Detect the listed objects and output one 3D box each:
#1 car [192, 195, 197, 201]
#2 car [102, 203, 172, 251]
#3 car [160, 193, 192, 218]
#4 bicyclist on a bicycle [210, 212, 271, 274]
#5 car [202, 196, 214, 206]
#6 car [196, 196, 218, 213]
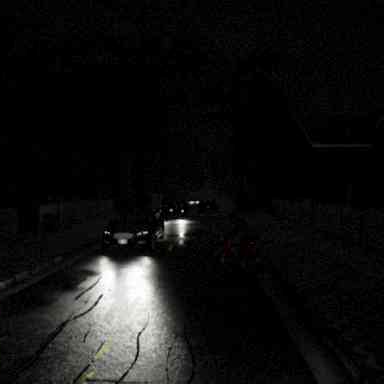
[{"bbox_3d":[0.620,1.395,72.339,1.994,1.385,4.181,0,0,3],"label":"car"},{"bbox_3d":[-2.274,1.440,13.930,2.128,1.511,4.902,0,0,3],"label":"car"},{"bbox_3d":[-1.514,1.126,29.517,2.150,2.045,5.566,0,0,3],"label":"car"},{"bbox_3d":[1.284,1.368,8.844,1.656,1.620,0.582,0,0,3],"label":"bicyclist on a bicycle"},{"bbox_3d":[2.484,1.357,51.677,1.882,1.535,5.008,0,0,3],"label":"car"},{"bbox_3d":[1.713,1.370,35.559,1.882,1.535,5.008,0,-1,3],"label":"car"}]
